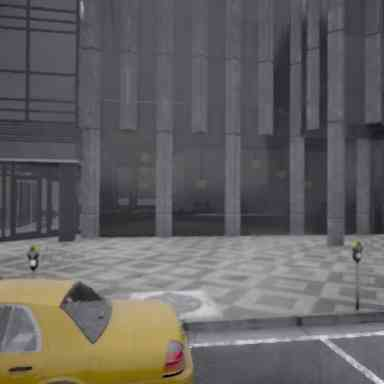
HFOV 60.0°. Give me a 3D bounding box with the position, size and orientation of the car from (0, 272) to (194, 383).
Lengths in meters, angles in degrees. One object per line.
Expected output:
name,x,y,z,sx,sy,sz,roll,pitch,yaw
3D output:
car,-2.423,1.541,3.465,4.829,1.417,1.752,1,-1,-8
